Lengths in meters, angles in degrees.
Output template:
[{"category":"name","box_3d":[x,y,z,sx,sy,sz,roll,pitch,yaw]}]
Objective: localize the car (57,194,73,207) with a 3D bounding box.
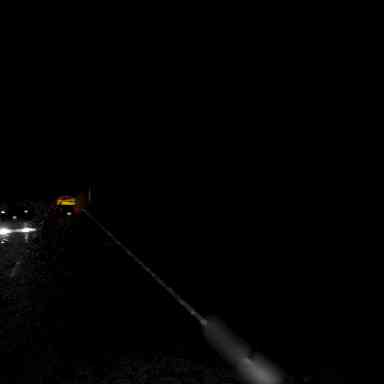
[{"category":"car","box_3d":[-18.030,1.138,47.172,1.882,1.535,5.008,-1,1,-24]}]

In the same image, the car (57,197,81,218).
[{"category":"car","box_3d":[-10.614,1.411,28.621,1.895,1.301,4.718,-1,1,-21]}]

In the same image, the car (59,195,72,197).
[{"category":"car","box_3d":[-14.341,1.211,38.053,1.882,1.535,5.008,-1,1,-21]}]

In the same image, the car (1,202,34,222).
[{"category":"car","box_3d":[-13.558,1.503,26.038,1.895,1.301,4.718,-1,1,-21]}]
